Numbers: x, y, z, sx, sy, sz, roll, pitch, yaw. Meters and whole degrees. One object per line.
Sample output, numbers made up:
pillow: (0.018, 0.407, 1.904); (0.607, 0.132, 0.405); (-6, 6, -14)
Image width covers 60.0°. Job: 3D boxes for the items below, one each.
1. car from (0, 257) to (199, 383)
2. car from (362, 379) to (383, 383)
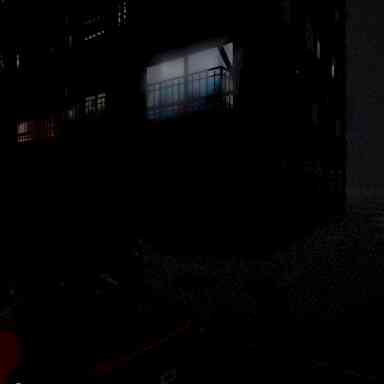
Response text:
car: (-2.029, 1.546, 4.323); (4.507, 1.381, 1.887); (0, 0, 36)
car: (2.559, 1.565, 1.050); (4.313, 1.339, 1.947); (0, 0, 36)
